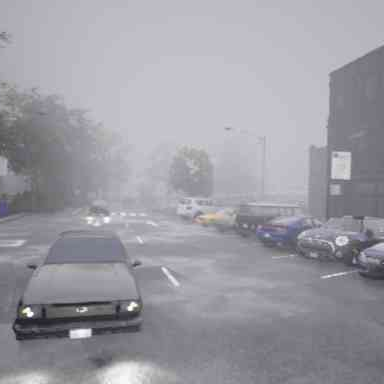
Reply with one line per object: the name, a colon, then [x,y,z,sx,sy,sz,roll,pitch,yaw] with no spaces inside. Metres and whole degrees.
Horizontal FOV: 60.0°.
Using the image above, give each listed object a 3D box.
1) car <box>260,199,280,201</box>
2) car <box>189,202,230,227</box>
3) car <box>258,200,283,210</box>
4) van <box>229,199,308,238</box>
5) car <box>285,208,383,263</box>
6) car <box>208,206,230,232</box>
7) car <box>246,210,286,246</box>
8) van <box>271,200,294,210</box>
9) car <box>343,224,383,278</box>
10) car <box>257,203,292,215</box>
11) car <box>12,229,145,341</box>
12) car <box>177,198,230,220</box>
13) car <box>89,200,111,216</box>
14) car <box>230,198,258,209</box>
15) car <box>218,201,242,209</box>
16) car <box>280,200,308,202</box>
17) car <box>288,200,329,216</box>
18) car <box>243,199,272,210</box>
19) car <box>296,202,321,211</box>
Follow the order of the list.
car: [9.551,2.115,49.119,2.435,2.045,5.566,2,0,-37]
car: [2.719,1.842,24.337,5.366,1.575,1.946,3,-1,-35]
car: [16.212,2.699,68.899,2.185,1.767,4.553,3,-2,-37]
van: [4.568,1.622,18.728,4.442,1.987,1.878,3,-1,-35]
car: [6.087,1.706,12.873,4.553,1.767,2.185,3,-1,-35]
car: [3.673,1.888,21.549,4.674,1.452,2.002,3,-1,-35]
car: [5.251,1.835,15.757,5.008,1.535,2.097,3,-1,-35]
van: [19.047,2.706,69.835,1.878,1.987,4.442,2,-2,-37]
car: [6.842,1.864,9.960,4.674,1.452,2.002,3,-1,-35]
car: [12.320,2.500,49.999,2.163,1.488,4.792,2,0,-37]
car: [-2.214,1.550,7.112,2.033,1.411,5.357,2,-1,-16]
car: [1.295,1.616,30.265,5.566,2.045,2.435,3,-1,-35]
car: [-9.265,1.540,33.378,1.882,1.535,5.008,2,-1,-15]
car: [10.424,2.356,67.137,2.435,2.045,5.566,2,-2,-37]
car: [7.524,2.528,66.254,2.163,1.488,4.792,2,-2,-37]
car: [15.166,2.325,50.864,2.435,2.045,5.566,2,0,-37]
car: [17.997,2.432,51.719,2.435,2.045,5.566,2,0,-37]
car: [13.364,2.465,67.983,2.435,2.045,5.566,3,-2,-37]
car: [24.910,3.022,71.454,2.185,1.767,4.553,2,-2,-37]
